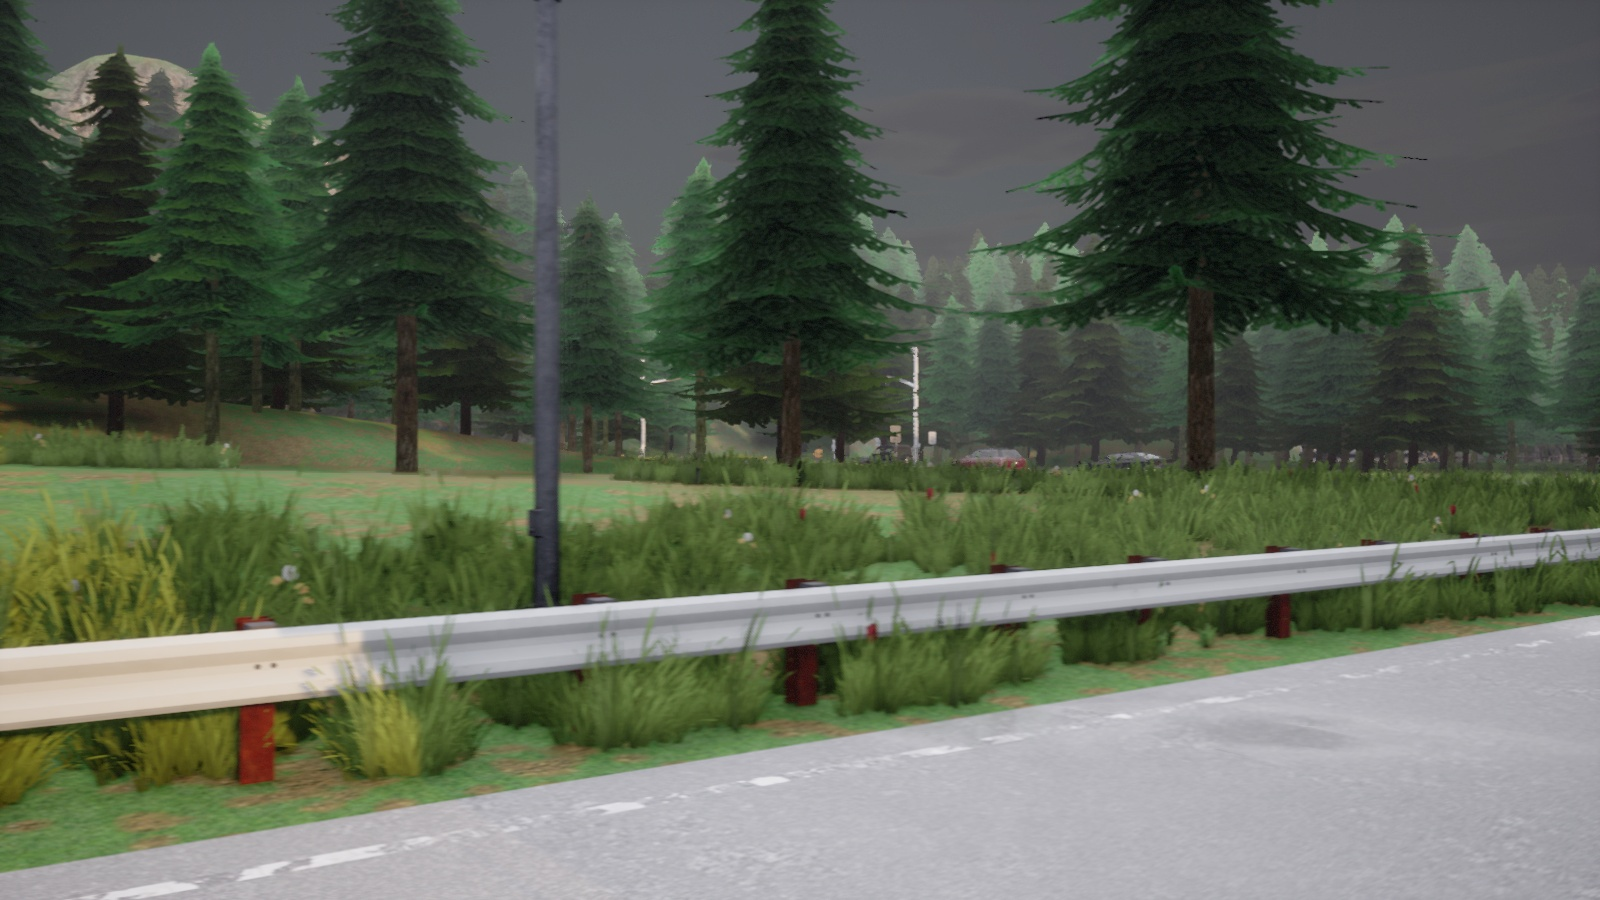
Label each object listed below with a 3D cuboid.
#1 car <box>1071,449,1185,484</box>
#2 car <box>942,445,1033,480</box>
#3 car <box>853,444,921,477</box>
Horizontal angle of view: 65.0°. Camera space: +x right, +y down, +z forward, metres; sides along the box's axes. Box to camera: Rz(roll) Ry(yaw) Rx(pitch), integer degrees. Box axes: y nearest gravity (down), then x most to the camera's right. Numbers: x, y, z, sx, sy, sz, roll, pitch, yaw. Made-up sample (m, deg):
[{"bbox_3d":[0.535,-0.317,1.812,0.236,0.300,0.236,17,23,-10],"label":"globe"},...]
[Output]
[{"bbox_3d":[14.874,0.715,57.204,1.882,1.535,5.008,0,0,-35],"label":"car"},{"bbox_3d":[9.648,0.625,64.846,2.097,1.767,4.553,0,0,-34],"label":"car"},{"bbox_3d":[4.960,0.590,71.877,1.905,1.878,3.866,0,0,-34],"label":"car"}]
